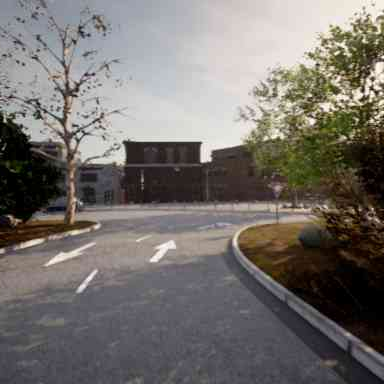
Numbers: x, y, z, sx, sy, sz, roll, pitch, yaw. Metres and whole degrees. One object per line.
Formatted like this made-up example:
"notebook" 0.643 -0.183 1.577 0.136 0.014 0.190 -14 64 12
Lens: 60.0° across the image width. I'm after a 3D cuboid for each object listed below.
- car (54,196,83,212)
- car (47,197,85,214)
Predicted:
"car" -14.768 1.398 40.106 2.185 1.767 4.553 -2 0 -6
"car" -13.962 1.405 35.724 4.553 1.767 2.097 -2 0 2
